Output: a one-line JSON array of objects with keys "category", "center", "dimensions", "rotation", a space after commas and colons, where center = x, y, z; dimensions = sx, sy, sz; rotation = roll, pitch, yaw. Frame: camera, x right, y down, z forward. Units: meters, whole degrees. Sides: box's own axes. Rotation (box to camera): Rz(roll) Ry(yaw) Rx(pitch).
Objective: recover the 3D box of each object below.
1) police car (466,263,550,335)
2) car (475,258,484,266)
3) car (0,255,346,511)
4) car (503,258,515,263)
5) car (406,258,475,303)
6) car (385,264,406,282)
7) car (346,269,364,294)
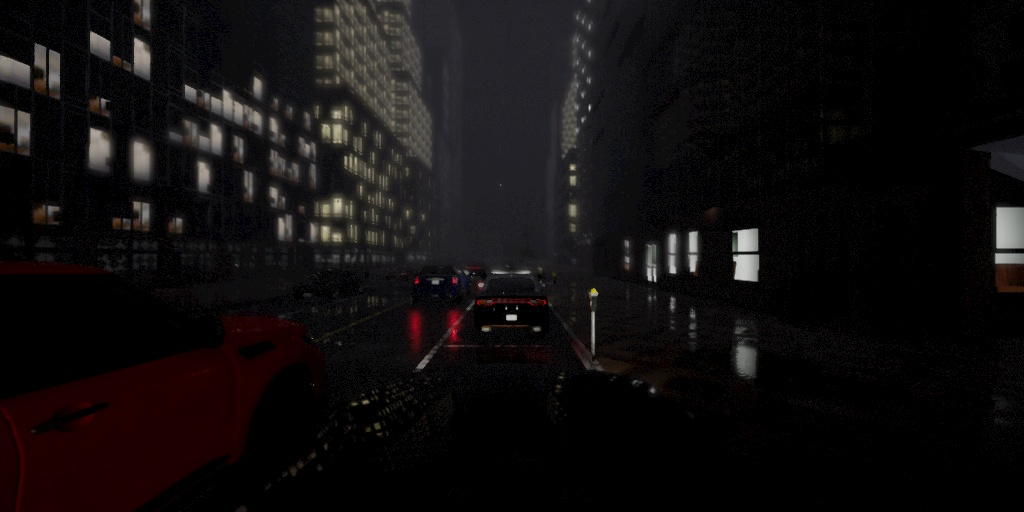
[{"category": "police car", "center": [-0.012, 1.174, 10.609], "dimensions": [1.930, 1.638, 5.238], "rotation": [0, 0, 0]}, {"category": "car", "center": [-3.141, 1.234, 32.088], "dimensions": [2.128, 1.511, 4.902], "rotation": [0, 0, 0]}, {"category": "car", "center": [-3.145, 0.973, 1.615], "dimensions": [2.150, 2.045, 5.566], "rotation": [0, 0, 0]}, {"category": "car", "center": [-0.455, 1.298, 46.099], "dimensions": [1.948, 1.339, 4.313], "rotation": [0, 0, 0]}, {"category": "car", "center": [-3.143, 1.098, 16.865], "dimensions": [2.097, 1.767, 4.553], "rotation": [0, 0, 0]}, {"category": "car", "center": [-8.835, 1.324, 29.033], "dimensions": [1.802, 1.307, 4.207], "rotation": [0, 0, 0]}, {"category": "car", "center": [-8.836, 1.313, 17.650], "dimensions": [1.948, 1.339, 4.313], "rotation": [0, 0, 0]}]
